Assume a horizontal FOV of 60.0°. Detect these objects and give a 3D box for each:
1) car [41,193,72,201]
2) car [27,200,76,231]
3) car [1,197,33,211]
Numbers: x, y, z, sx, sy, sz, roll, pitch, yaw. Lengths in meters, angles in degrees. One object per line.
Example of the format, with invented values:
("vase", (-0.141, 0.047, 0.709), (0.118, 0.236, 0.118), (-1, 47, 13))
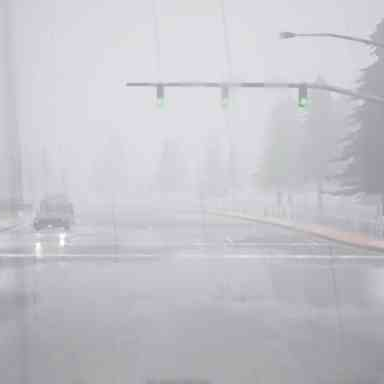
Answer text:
("car", (-12.325, 1.109, 30.076), (2.150, 2.045, 5.566), (0, 0, -32))
("car", (-8.269, 1.457, 20.429), (2.033, 1.411, 5.357), (0, 0, -14))
("car", (-20.723, 1.337, 39.472), (5.008, 1.535, 1.882), (0, 0, 37))
